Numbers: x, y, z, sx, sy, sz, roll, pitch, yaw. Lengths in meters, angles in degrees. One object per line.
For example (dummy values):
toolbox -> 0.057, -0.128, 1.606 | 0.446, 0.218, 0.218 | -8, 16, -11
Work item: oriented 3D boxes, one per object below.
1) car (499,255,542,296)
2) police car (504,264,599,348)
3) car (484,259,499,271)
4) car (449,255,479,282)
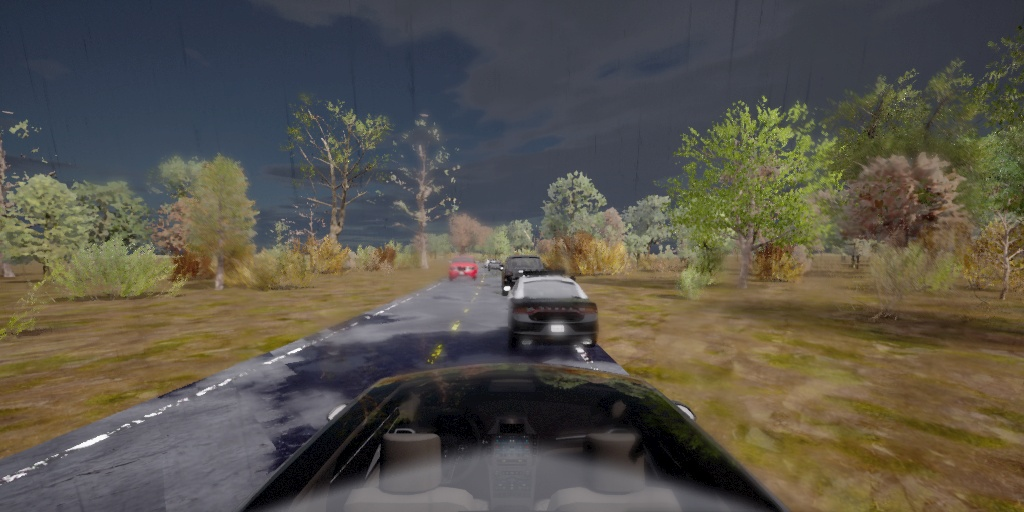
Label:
car -> 0.531, 0.972, 19.363 | 2.150, 2.045, 5.566 | 0, 0, -2
police car -> 0.820, 1.174, 9.399 | 1.930, 1.638, 5.238 | 0, 0, -1
car -> -2.314, 1.240, 48.050 | 2.128, 1.511, 4.902 | 0, 0, -5
car -> -3.945, 0.970, 29.852 | 2.150, 2.045, 5.566 | 0, 0, -3
